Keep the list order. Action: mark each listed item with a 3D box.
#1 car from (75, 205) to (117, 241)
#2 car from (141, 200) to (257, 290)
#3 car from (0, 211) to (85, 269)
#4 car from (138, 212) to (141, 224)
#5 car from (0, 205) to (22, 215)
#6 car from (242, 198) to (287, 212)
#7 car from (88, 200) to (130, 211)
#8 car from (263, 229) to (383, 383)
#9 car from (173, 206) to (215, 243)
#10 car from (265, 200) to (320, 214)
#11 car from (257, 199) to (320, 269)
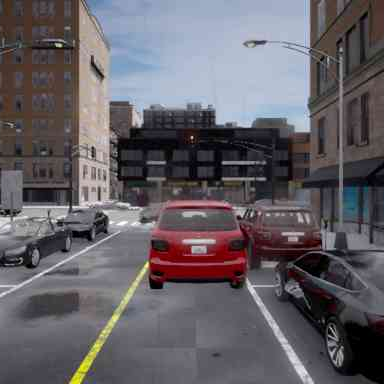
[{"bbox_3d":[-5.387,1.566,16.717,1.947,1.339,4.313,0,0,0],"label":"car"},{"bbox_3d":[0.080,1.222,9.213,2.150,2.045,5.566,0,0,-1],"label":"car"},{"bbox_3d":[-5.388,1.551,11.055,2.008,1.369,4.403,0,0,0],"label":"car"},{"bbox_3d":[-2.490,1.503,24.542,1.837,1.490,4.892,-2,0,10],"label":"car"},{"bbox_3d":[-17.512,1.524,28.959,4.718,1.301,1.895,0,0,0],"label":"car"},{"bbox_3d":[8.445,1.542,39.028,4.902,1.511,2.128,0,0,0],"label":"car"},{"bbox_3d":[-9.725,1.562,38.950,4.718,1.301,1.895,0,0,0],"label":"car"},{"bbox_3d":[2.636,1.566,5.392,1.947,1.339,4.313,0,0,0],"label":"car"},{"bbox_3d":[0.092,1.526,16.972,1.812,1.442,4.674,0,0,0],"label":"car"},{"bbox_3d":[10.738,1.610,35.789,5.357,1.411,2.033,0,0,0],"label":"car"},{"bbox_3d":[2.637,1.315,11.054,2.192,1.841,5.009,0,0,0],"label":"car"}]
